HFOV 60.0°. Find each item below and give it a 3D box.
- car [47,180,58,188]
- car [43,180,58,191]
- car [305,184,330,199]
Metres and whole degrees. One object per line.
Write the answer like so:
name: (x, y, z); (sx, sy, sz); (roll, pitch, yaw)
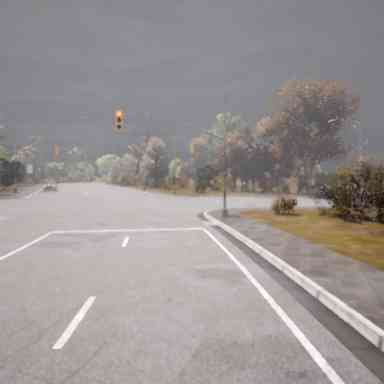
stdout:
car: (-30.525, -1.823, 72.642); (2.097, 1.767, 4.553); (-1, 3, -21)
car: (-24.580, -1.132, 57.466); (2.097, 1.767, 4.553); (-1, 3, -21)
car: (17.865, -0.045, 44.144); (5.566, 2.045, 2.150); (2, 2, -18)
